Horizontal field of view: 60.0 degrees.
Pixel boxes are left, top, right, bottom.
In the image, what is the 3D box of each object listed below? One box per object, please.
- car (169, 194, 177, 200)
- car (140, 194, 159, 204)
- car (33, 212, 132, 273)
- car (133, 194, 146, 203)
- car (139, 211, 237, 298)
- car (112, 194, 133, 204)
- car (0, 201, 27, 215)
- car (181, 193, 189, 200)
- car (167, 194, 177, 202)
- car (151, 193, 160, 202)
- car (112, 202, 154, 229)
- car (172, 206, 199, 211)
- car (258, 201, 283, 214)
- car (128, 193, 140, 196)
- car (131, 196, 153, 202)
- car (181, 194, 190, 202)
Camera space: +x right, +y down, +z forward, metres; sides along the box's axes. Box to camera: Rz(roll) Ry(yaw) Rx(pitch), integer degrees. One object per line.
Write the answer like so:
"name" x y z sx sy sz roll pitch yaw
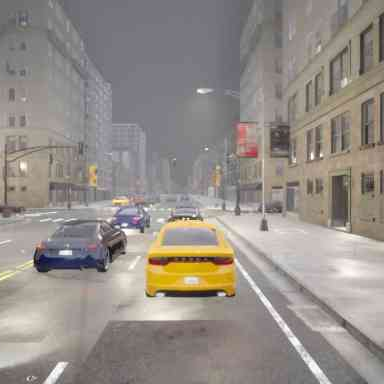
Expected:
"car" -5.155 1.381 91.821 2.097 1.767 4.553 0 0 -1
"car" -7.810 1.571 60.751 2.033 1.411 5.357 0 0 -1
"car" -3.355 1.566 10.739 1.994 1.385 4.181 0 0 -1
"car" -11.220 1.381 71.070 2.097 1.767 4.553 0 0 -1
"car" -0.053 1.479 8.601 1.882 1.535 5.008 0 0 -1
"car" -10.894 1.498 51.146 1.882 1.535 5.008 0 0 -1
"car" -19.091 1.592 33.139 4.718 1.301 1.895 0 0 4
"car" -1.881 1.249 90.643 2.097 1.767 4.553 0 0 -1
"car" -4.895 1.578 79.445 1.994 1.385 4.181 0 0 -1
"car" -7.973 1.251 71.226 2.150 2.045 5.566 0 0 -1
"car" -3.533 1.531 19.481 1.812 1.442 4.674 0 0 -1
"car" -0.353 1.509 18.082 1.837 1.490 4.892 0 0 -1
"car" 9.463 1.593 33.876 5.357 1.411 2.033 0 0 -1
"car" -11.069 1.245 61.081 2.150 2.045 5.566 0 0 -1
"car" -7.641 1.621 51.108 1.895 1.301 4.718 0 0 -1
"car" -1.669 1.377 80.642 2.097 1.767 4.553 0 0 -1
